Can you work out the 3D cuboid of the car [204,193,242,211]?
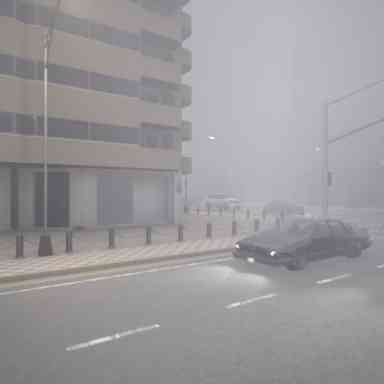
[{"bbox_3d":[3.815,1.184,41.553,2.150,2.045,5.566,0,0,-35],"label":"car"}]

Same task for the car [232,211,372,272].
[{"bbox_3d":[3.846,1.554,11.009,5.357,1.411,2.033,0,0,-35],"label":"car"}]

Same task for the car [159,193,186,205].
[{"bbox_3d":[-3.470,1.186,58.400,2.150,2.045,5.566,0,0,-34],"label":"car"}]

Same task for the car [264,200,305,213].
[{"bbox_3d":[9.300,1.526,33.783,1.994,1.385,4.181,0,0,-35],"label":"car"}]

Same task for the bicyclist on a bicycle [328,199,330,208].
[{"bbox_3d":[17.369,1.271,43.071,1.656,1.620,0.582,0,0,-35],"label":"bicyclist on a bicycle"}]

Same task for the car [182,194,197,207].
[{"bbox_3d":[-1.898,1.452,49.784,2.128,1.511,4.902,0,0,-35],"label":"car"}]
